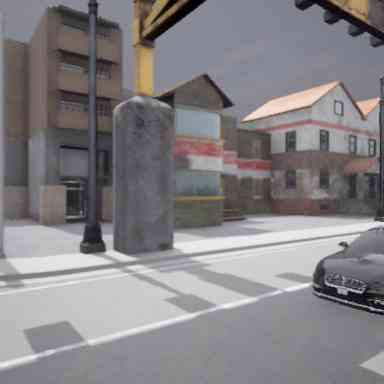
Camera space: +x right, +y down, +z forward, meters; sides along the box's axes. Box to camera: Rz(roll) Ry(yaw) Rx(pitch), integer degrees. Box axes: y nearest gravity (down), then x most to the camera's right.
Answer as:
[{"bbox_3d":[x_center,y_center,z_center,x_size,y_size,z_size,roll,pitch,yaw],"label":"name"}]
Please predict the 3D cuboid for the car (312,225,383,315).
[{"bbox_3d":[4.641,1.514,7.297,4.892,1.490,1.837,0,0,-35],"label":"car"}]
